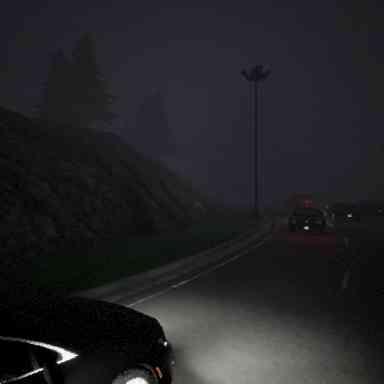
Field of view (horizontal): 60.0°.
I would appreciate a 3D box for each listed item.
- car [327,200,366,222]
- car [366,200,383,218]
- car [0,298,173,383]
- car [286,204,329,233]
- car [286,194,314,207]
[{"bbox_3d":[11.969,1.503,26.659,1.837,1.490,4.892,0,-1,11],"label":"car"},{"bbox_3d":[16.108,1.477,30.399,1.882,1.535,5.008,0,0,8],"label":"car"},{"bbox_3d":[-2.140,1.504,2.243,1.837,1.490,4.892,0,0,37],"label":"car"},{"bbox_3d":[6.767,1.600,19.697,1.895,1.301,4.718,0,0,18],"label":"car"},{"bbox_3d":[13.182,1.221,40.772,2.150,2.045,5.566,0,0,1],"label":"car"}]
